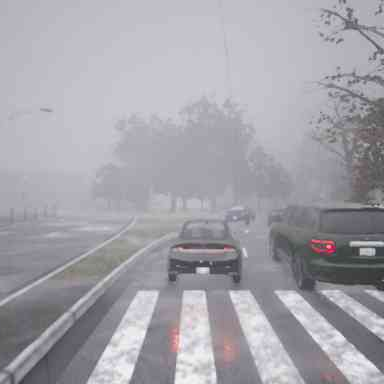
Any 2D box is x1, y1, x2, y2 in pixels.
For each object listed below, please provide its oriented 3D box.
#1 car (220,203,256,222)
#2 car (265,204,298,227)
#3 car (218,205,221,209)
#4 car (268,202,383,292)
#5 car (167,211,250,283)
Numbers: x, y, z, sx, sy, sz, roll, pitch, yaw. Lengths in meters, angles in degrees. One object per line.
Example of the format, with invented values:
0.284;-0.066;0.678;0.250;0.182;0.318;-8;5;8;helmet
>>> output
3.876;1.751;26.428;1.812;1.442;4.674;-1;-1;19;car
6.853;1.674;25.146;2.128;1.511;4.902;-1;-1;19;car
8.347;3.314;75.853;5.008;1.535;1.882;-1;-2;21;car
3.635;1.274;9.255;2.150;2.045;5.566;0;0;4;car
0.443;1.551;9.841;2.128;1.511;4.902;0;0;5;car
